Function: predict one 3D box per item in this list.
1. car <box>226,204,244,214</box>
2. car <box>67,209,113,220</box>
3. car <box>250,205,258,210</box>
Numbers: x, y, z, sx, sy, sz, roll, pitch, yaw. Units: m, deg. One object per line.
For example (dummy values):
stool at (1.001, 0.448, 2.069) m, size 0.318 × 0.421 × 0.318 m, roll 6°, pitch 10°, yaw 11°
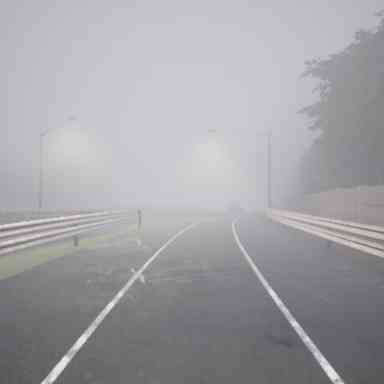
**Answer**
car at (7.684, 2.931, 58.630) m, size 2.097 × 1.767 × 4.553 m, roll -1°, pitch -2°, yaw 24°
car at (-9.444, 2.279, 32.011) m, size 1.895 × 1.301 × 4.718 m, roll -1°, pitch -2°, yaw 41°
car at (16.503, 4.105, 88.627) m, size 1.994 × 1.385 × 4.181 m, roll 0°, pitch -2°, yaw 8°
